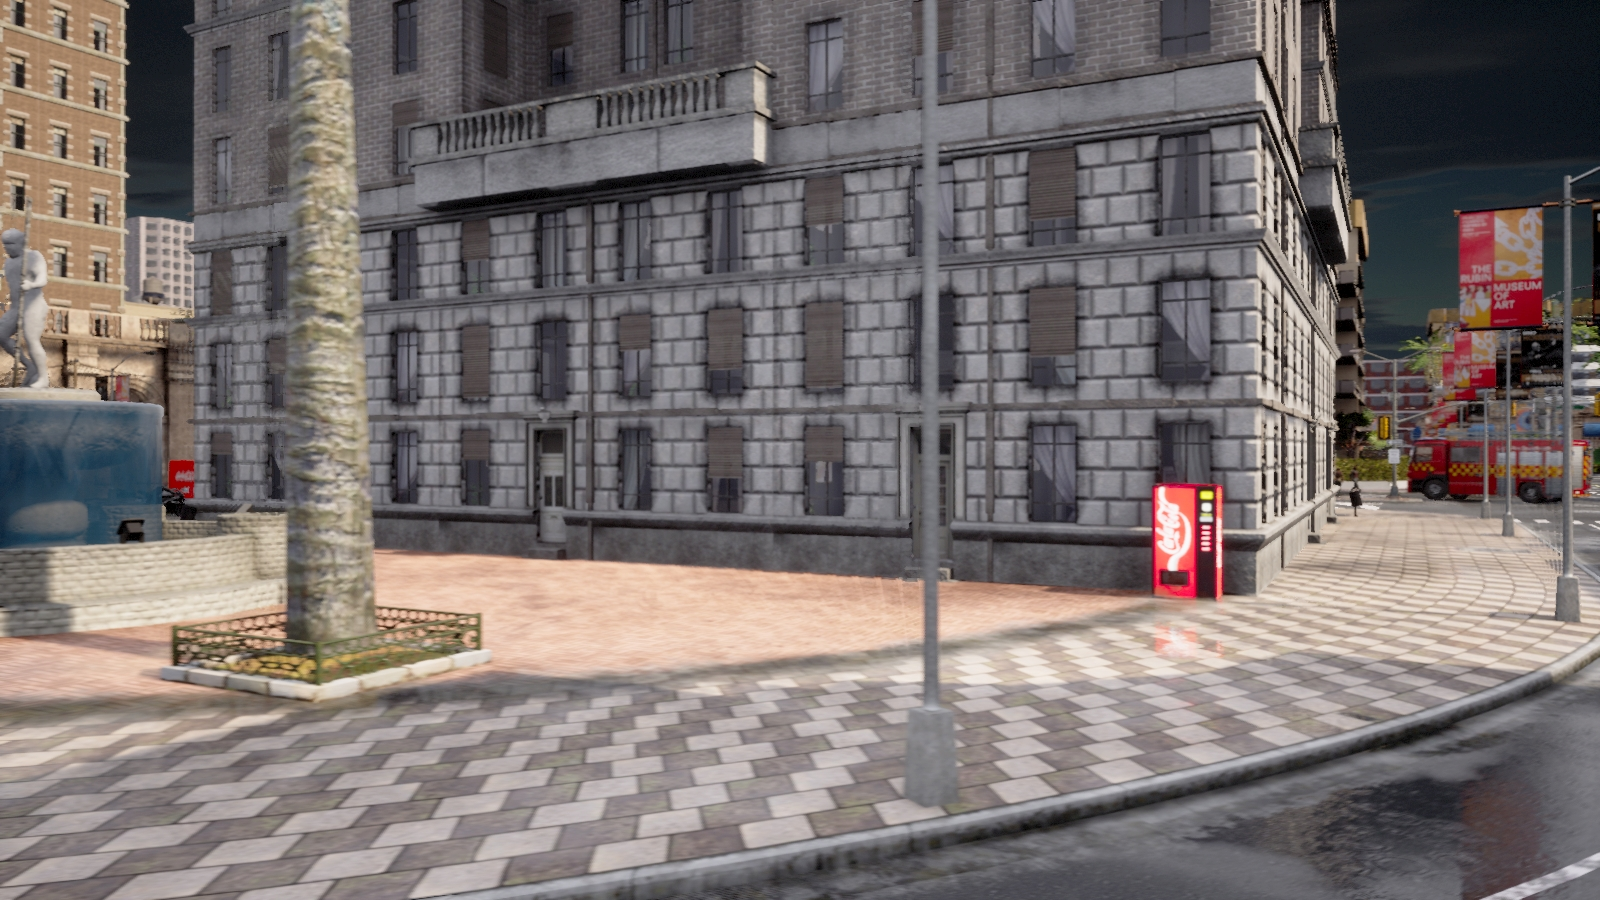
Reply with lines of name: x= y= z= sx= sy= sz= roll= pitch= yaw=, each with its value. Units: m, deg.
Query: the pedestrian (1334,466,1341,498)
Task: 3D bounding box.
pedestrian: x=31.490 y=1.884 z=66.897 sx=0.375 sy=1.860 sz=0.375 roll=0 pitch=0 yaw=25

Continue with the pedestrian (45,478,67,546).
pedestrian: x=-20.612 y=1.722 z=31.655 sx=0.375 sy=1.860 sz=0.375 roll=0 pitch=0 yaw=23

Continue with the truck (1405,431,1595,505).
truck: x=38.316 y=0.922 z=62.923 sx=2.891 sy=3.827 sz=8.468 roll=0 pitch=0 yaw=-33

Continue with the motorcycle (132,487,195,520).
motorcycle: x=-26.883 y=2.243 z=48.279 sx=0.867 sy=1.251 sz=2.209 roll=0 pitch=0 yaw=28
